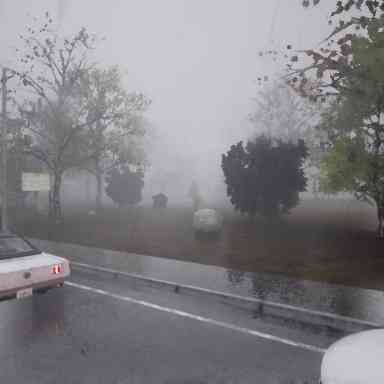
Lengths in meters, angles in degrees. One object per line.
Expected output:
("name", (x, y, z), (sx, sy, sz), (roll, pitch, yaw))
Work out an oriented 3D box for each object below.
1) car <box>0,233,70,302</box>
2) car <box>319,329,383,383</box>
("car", (-4.933, 1.601, 7.513), (4.718, 1.301, 1.895), (0, 0, 36))
("car", (3.132, 1.526, 1.773), (4.674, 1.442, 1.812), (0, 0, 35))
